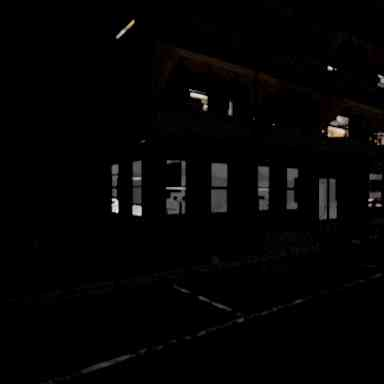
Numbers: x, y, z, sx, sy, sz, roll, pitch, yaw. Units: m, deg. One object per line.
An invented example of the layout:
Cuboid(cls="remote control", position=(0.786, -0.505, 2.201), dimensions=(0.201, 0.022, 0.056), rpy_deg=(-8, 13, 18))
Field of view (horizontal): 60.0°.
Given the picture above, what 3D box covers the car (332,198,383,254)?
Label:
Cuboid(cls="car", position=(7.017, 1.160, 11.574), dimensions=(5.009, 1.841, 2.192), rpy_deg=(-1, 1, -36))
